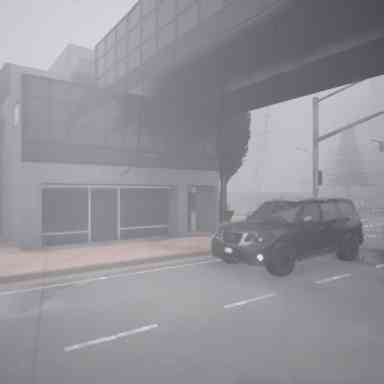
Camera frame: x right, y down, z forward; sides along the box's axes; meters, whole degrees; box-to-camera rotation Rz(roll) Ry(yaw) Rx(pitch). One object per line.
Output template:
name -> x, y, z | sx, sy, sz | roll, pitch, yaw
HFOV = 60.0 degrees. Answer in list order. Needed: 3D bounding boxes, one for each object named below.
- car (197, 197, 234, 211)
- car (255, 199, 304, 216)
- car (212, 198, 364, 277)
car -> 2.834, 1.476, 41.979 | 1.882, 1.535, 5.008 | 0, 0, -36
car -> 8.761, 1.524, 33.728 | 1.812, 1.442, 4.674 | 0, 0, -36
car -> 3.239, 1.221, 10.602 | 5.566, 2.045, 2.150 | 0, 0, -36
